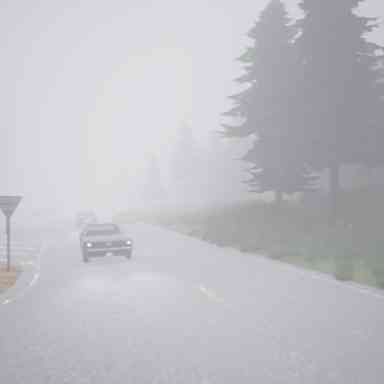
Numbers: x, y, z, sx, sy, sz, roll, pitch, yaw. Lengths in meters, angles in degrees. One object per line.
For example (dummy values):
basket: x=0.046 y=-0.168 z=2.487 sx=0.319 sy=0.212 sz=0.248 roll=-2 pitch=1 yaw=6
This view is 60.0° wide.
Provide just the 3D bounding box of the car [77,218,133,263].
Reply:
car: x=-3.809 y=2.067 z=14.411 sx=1.895 sy=1.301 sz=4.718 roll=-1 pitch=-1 yaw=-20

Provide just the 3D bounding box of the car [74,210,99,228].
car: x=-9.647 y=2.435 z=30.431 sx=2.128 sy=1.511 sz=4.902 roll=-1 pitch=-1 yaw=-20

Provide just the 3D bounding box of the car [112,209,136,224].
car: x=-7.040 y=2.458 z=34.041 sx=1.882 sy=1.535 sz=5.008 roll=-1 pitch=-1 yaw=-20

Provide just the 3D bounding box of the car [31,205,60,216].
car: x=-25.052 y=3.381 z=56.666 sx=4.181 sy=1.381 sz=1.994 roll=-1 pitch=-1 yaw=-21
